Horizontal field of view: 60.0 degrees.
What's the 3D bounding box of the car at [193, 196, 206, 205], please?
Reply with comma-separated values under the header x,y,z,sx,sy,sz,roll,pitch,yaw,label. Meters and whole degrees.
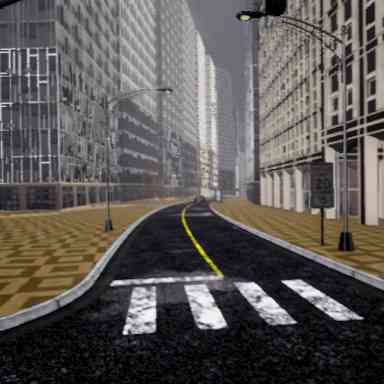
x,y,z,sx,sy,sz,roll,pitch,yaw,label
1.320,1.338,55.710,1.882,1.535,5.008,-1,0,6,car
